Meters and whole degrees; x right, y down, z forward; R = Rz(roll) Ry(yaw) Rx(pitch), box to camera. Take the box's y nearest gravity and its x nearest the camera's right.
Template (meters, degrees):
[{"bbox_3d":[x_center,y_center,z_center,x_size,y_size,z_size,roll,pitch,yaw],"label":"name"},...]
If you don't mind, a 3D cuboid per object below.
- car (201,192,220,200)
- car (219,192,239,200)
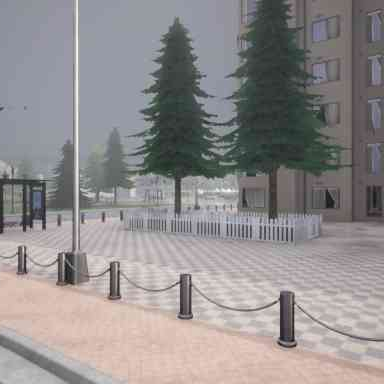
[{"bbox_3d":[5.241,1.384,91.390,3.806,1.475,1.970,0,0,35],"label":"car"},{"bbox_3d":[9.602,1.374,84.687,3.633,1.501,1.845,0,0,35],"label":"car"}]
